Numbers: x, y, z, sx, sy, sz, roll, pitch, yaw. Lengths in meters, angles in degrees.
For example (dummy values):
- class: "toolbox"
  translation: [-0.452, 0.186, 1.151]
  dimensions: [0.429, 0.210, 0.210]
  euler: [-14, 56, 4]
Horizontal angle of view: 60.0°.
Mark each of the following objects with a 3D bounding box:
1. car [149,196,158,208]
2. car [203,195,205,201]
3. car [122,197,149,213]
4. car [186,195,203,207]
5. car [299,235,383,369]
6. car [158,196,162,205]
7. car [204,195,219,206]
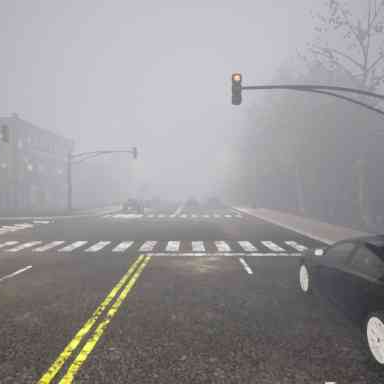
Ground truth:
- class: "car"
  translation: [-6.562, 1.476, 48.036]
  dimensions: [2.128, 1.511, 4.902]
  euler: [0, 0, 0]
- class: "car"
  translation: [3.291, 1.494, 79.192]
  dimensions: [2.128, 1.511, 4.902]
  euler: [0, 0, 0]
- class: "car"
  translation: [-6.571, 1.480, 37.630]
  dimensions: [2.128, 1.511, 4.902]
  euler: [0, 0, 0]
- class: "car"
  translation: [0.126, 1.531, 49.323]
  dimensions: [2.033, 1.411, 5.357]
  euler: [0, 0, 0]
- class: "car"
  translation: [3.345, 1.477, 5.677]
  dimensions: [1.882, 1.535, 5.008]
  euler: [0, 0, 1]
- class: "car"
  translation: [-6.539, 1.457, 59.887]
  dimensions: [1.882, 1.535, 5.008]
  euler: [0, 0, 0]
- class: "car"
  translation: [3.379, 1.486, 53.865]
  dimensions: [1.837, 1.490, 4.892]
  euler: [0, 0, 0]
